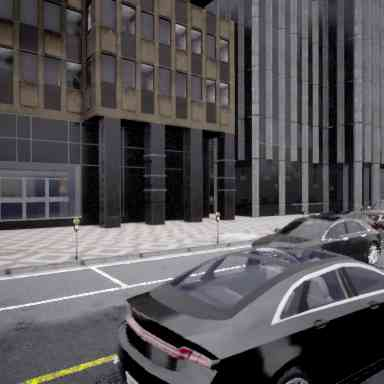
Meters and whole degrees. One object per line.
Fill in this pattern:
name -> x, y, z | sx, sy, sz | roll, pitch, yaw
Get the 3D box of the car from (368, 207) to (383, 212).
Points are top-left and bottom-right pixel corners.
car -> 6.687, 1.565, 15.285 | 4.313, 1.339, 1.947 | 0, 0, -35

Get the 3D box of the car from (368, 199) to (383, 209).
car -> 11.275, 1.314, 18.559 | 5.009, 1.841, 2.192 | 0, 0, -35

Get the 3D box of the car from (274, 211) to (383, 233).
car -> 3.805, 1.504, 9.955 | 4.892, 1.490, 1.837 | 0, 0, -36

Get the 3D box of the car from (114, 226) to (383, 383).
car -> 1.462, 1.491, 4.355 | 4.902, 1.511, 2.128 | 0, 0, -35
